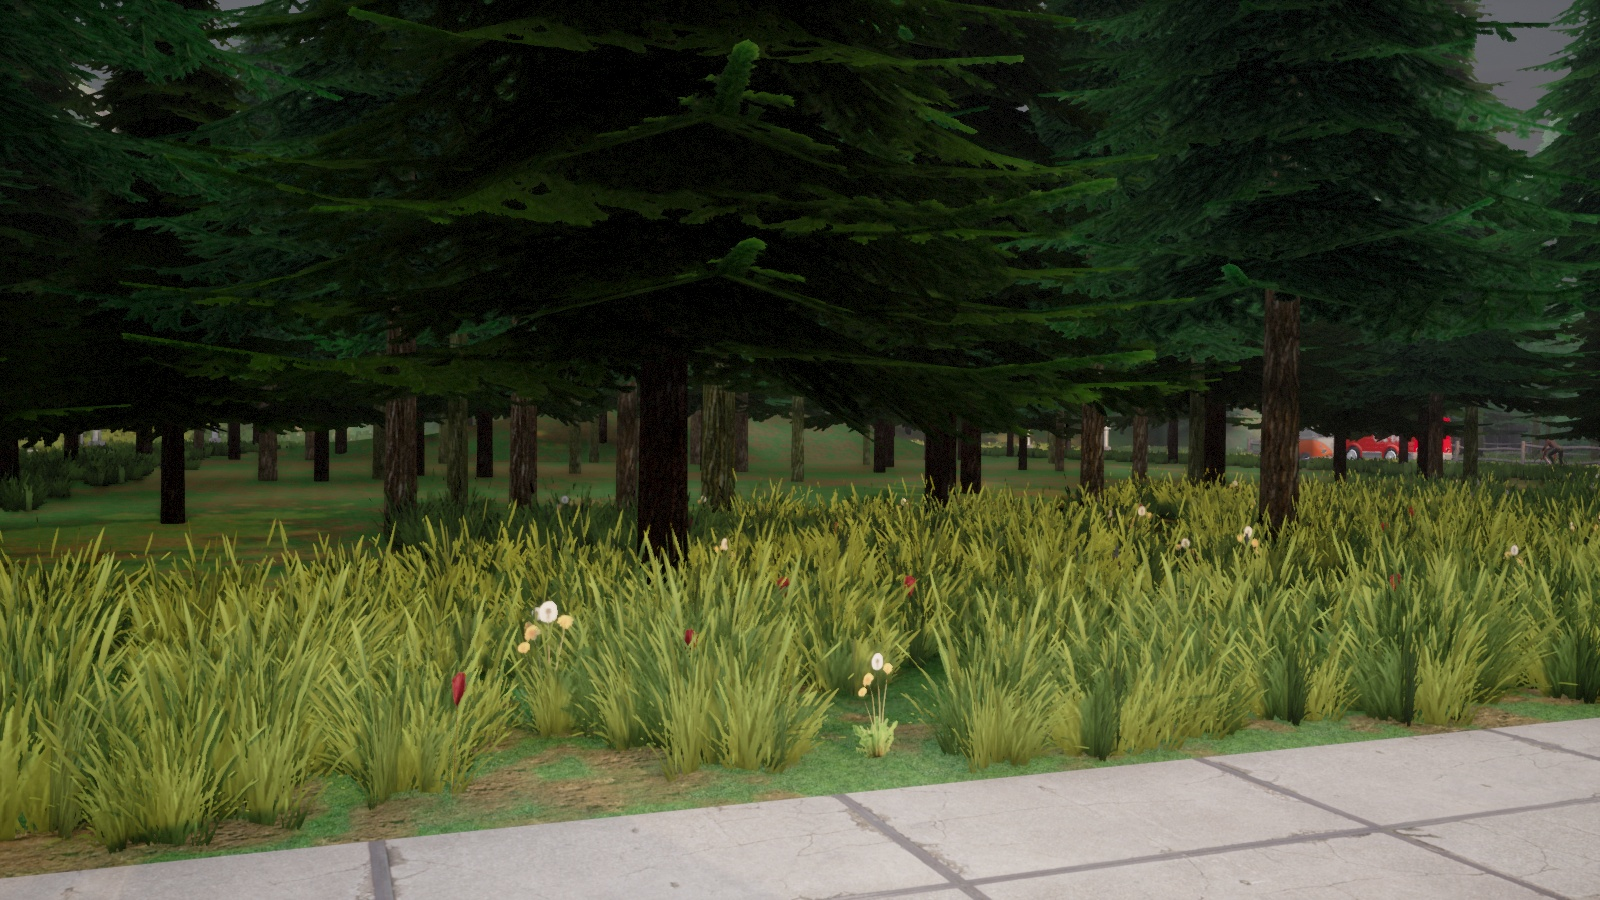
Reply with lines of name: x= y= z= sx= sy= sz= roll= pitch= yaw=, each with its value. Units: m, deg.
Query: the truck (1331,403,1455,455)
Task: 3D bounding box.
truck: x=29.091 y=-1.036 z=61.830 sx=2.627 sy=2.467 sz=5.204 roll=-1 pitch=1 yaw=-20

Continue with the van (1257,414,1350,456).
van: x=25.065 y=-0.767 z=62.705 sx=1.775 sy=1.987 sz=4.442 roll=-1 pitch=1 yaw=-20
